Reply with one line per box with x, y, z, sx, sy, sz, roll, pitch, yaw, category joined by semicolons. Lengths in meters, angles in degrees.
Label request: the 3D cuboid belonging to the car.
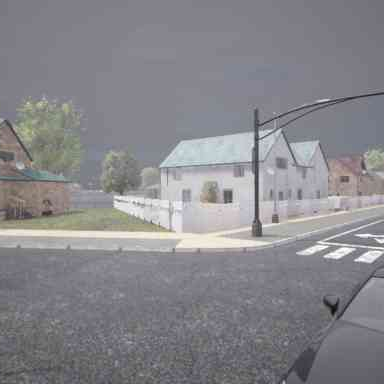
2.548;1.524;3.442;1.812;1.442;4.674;0;0;42;car
